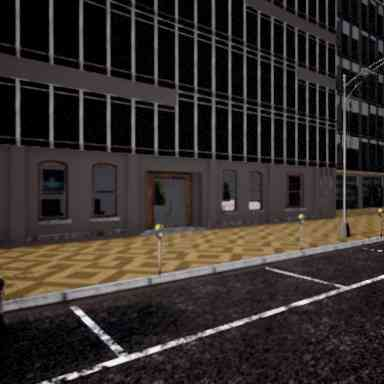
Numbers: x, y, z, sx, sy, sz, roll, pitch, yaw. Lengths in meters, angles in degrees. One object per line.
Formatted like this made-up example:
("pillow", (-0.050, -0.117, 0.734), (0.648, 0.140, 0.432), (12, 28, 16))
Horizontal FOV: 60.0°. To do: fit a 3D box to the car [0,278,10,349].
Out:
("car", (-4.339, 1.574, 3.461), (4.313, 1.339, 1.947), (0, 0, -36))
